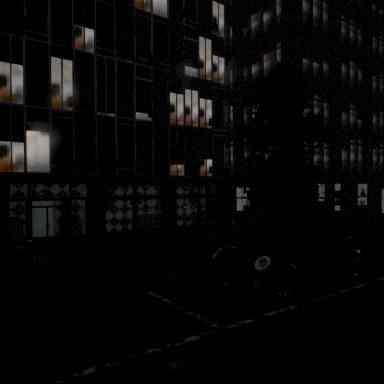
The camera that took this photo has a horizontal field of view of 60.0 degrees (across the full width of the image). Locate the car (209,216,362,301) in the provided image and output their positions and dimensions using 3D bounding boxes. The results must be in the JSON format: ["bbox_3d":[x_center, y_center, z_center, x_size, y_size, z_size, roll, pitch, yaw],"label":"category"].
[{"bbox_3d":[2.355,1.439,8.234,4.097,1.590,1.967,0,-1,-35],"label":"car"}]
